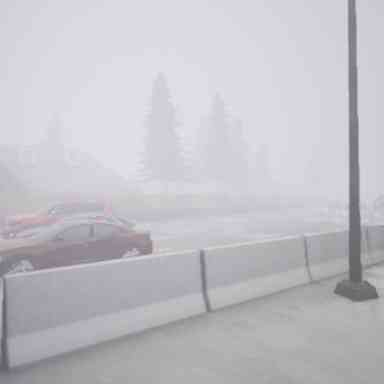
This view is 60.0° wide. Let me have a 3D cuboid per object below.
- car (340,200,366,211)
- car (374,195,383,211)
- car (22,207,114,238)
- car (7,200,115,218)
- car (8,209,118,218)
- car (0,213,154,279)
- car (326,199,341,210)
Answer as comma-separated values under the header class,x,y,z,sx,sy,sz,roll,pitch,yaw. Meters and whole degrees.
class,x,y,z,sx,sy,sz,roll,pitch,yaw
car,21.997,1.753,44.859,1.882,1.535,5.008,-1,-1,38
car,25.591,1.456,43.762,2.150,2.045,5.566,-1,-1,38
car,-7.474,1.770,20.324,4.892,1.490,1.837,0,-1,-38
car,-6.399,1.444,16.727,5.566,2.045,2.150,0,-1,-37
car,-4.589,1.682,13.738,4.892,1.490,1.837,0,-1,-37
car,-3.583,1.611,10.128,5.008,1.535,1.882,0,-1,-37
car,21.771,1.836,50.350,1.837,1.490,4.892,-1,-1,37
